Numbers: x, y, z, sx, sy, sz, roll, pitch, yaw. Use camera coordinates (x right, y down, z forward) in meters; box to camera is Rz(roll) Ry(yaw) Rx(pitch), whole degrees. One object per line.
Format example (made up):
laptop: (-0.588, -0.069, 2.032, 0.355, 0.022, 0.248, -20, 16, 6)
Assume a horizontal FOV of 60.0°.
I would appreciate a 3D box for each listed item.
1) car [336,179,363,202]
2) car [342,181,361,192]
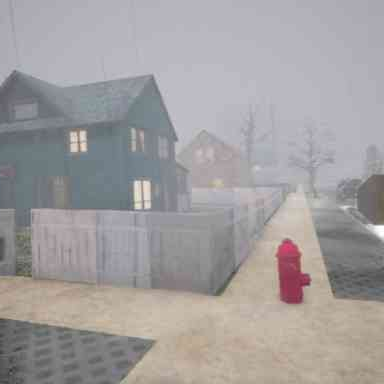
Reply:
car: (14.652, -0.204, 30.703, 2.150, 2.045, 5.566, -2, 1, 18)
car: (24.225, -0.908, 50.682, 1.882, 1.535, 5.008, -2, 2, 18)
